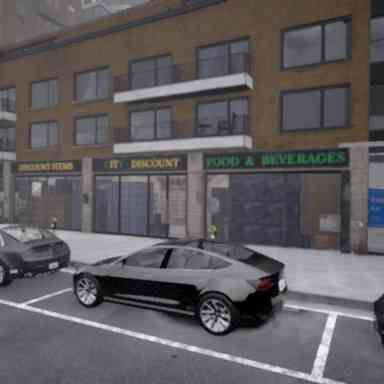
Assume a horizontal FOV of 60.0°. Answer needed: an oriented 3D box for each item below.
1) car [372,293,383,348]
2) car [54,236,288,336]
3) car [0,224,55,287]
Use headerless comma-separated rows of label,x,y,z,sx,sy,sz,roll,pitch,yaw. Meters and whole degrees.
car,4.603,1.585,3.924,4.313,1.339,1.947,0,1,28
car,-0.348,1.575,6.510,4.313,1.339,1.947,0,1,28
car,-5.299,1.550,9.096,4.403,1.369,2.008,0,1,28
